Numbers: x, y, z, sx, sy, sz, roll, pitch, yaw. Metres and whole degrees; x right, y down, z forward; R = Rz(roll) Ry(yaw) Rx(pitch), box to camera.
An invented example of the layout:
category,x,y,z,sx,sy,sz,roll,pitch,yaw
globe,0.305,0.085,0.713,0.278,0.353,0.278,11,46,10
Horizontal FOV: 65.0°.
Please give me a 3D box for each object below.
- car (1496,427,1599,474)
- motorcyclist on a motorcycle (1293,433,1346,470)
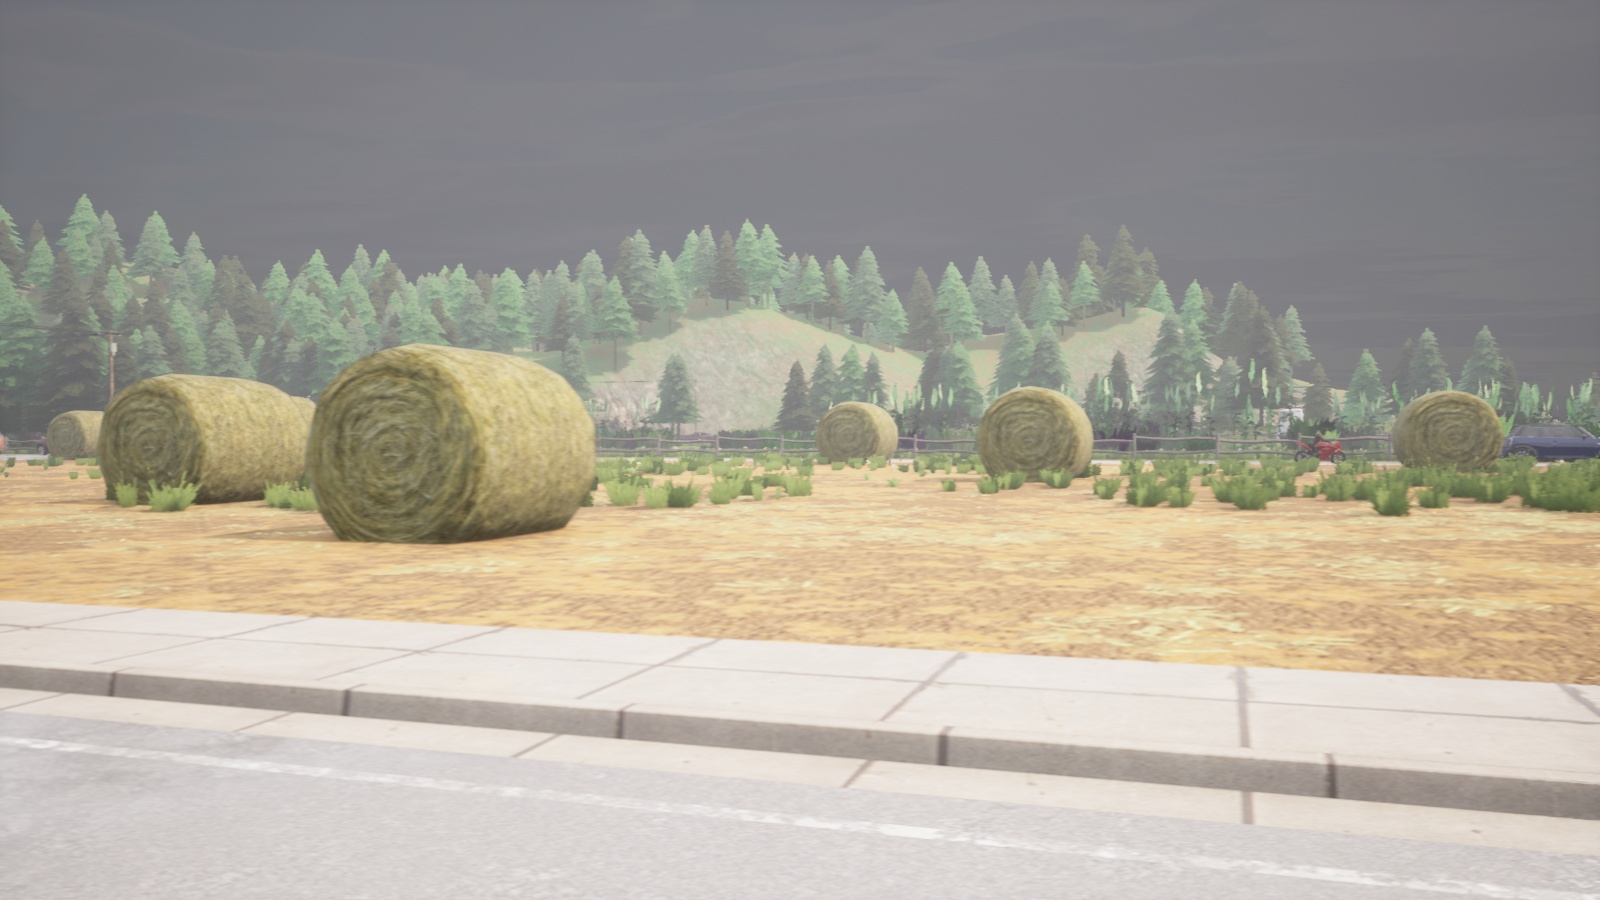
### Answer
category,x,y,z,sx,sy,sz,roll,pitch,yaw
car,29.884,0.004,49.008,4.553,1.767,2.097,1,1,23
motorcyclist on a motorcycle,21.666,0.043,52.400,2.044,1.523,0.797,1,1,22
